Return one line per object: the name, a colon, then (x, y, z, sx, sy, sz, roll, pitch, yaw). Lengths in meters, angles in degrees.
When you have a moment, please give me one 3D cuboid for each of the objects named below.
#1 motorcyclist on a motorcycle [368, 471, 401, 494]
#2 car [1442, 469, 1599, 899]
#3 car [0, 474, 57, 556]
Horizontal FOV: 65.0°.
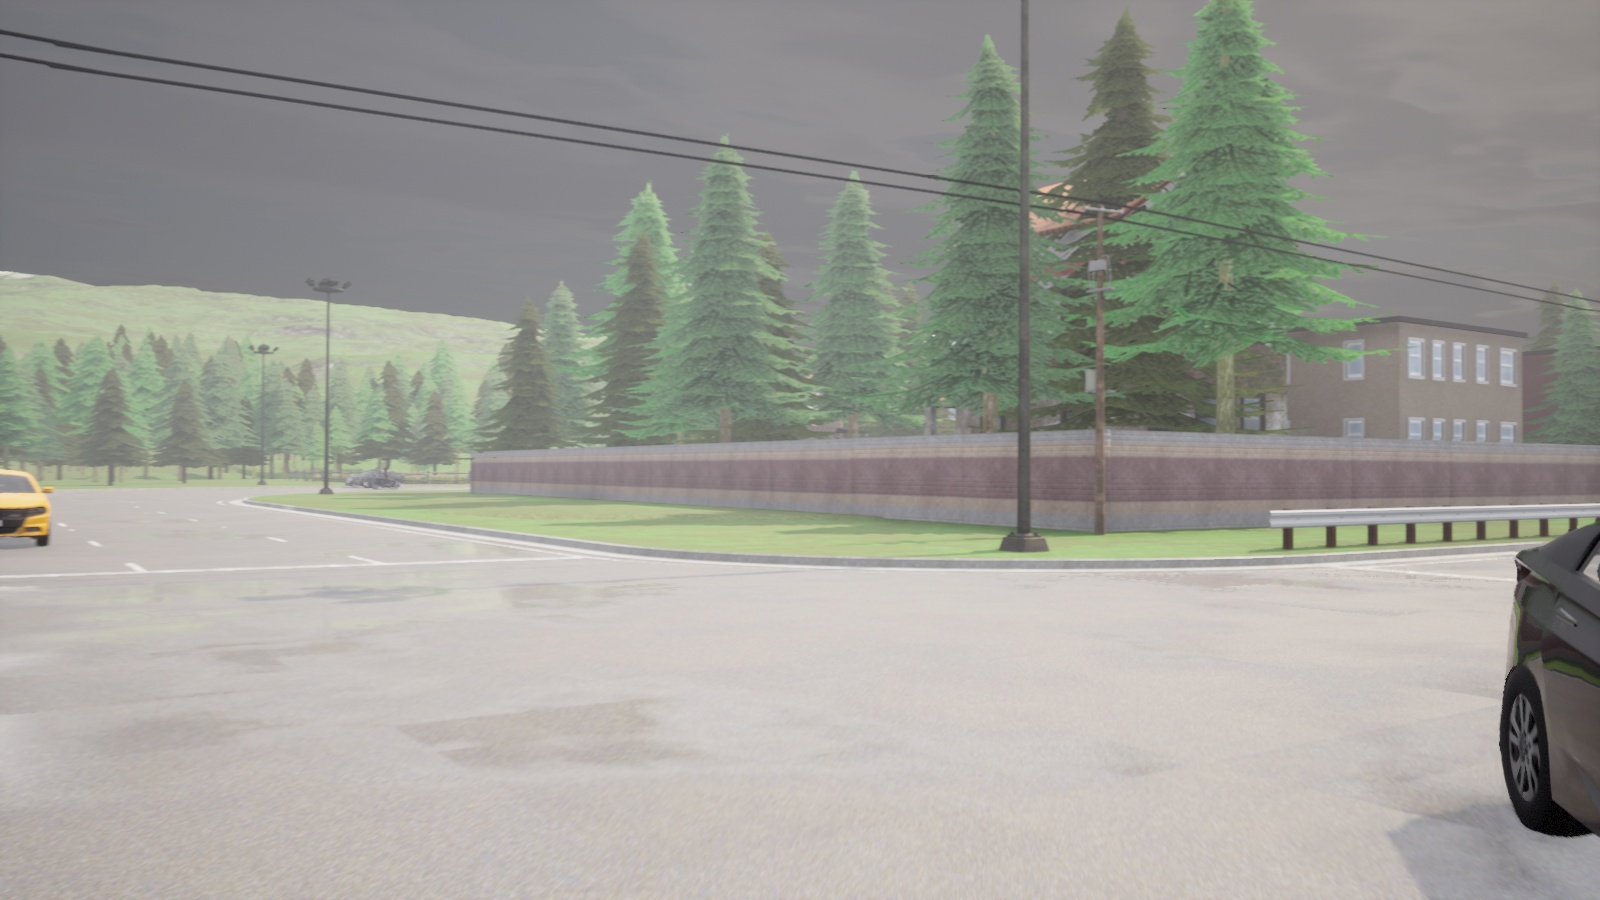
motorcyclist on a motorcycle: (-30.674, 2.408, 92.755, 0.766, 1.649, 2.350, -1, -1, 32)
car: (3.689, 0.817, 3.926, 2.007, 1.525, 4.514, 0, -1, 14)
car: (-16.496, 1.272, 25.781, 1.882, 1.535, 5.008, 0, -1, -34)
